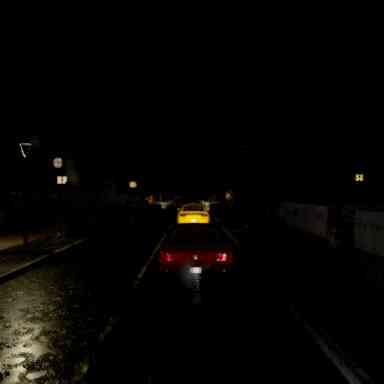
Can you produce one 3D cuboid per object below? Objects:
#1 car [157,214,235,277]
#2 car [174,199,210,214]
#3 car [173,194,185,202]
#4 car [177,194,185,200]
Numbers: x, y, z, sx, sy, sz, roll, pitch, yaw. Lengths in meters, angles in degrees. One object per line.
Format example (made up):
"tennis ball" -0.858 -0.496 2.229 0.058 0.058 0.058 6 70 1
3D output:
"car" 0.094 1.571 10.137 1.895 1.301 4.718 0 0 0
"car" 0.087 1.426 20.556 1.882 1.535 5.008 0 0 0
"car" -2.766 1.470 68.151 2.128 1.511 4.902 0 0 0
"car" -2.766 1.130 83.589 1.812 1.442 4.674 0 0 0
